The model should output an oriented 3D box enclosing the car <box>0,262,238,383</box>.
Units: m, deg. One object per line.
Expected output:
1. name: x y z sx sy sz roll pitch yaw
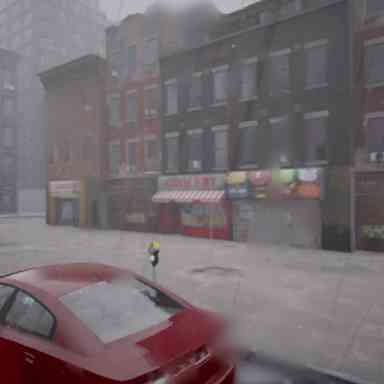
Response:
1. car: -1.657 1.547 4.001 4.507 1.381 1.887 0 0 36
